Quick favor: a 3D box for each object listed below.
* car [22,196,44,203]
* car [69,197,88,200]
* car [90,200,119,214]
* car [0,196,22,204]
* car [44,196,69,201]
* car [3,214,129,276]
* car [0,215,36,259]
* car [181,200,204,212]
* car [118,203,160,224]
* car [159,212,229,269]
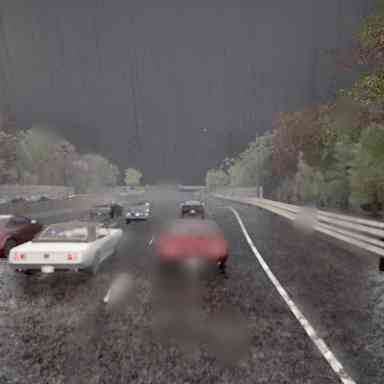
[{"bbox_3d":[-24.573,1.357,53.167,1.882,1.535,5.008,0,0,0],"label":"car"},{"bbox_3d":[-17.580,1.443,53.588,1.994,1.385,4.181,0,0,0],"label":"car"},{"bbox_3d":[-6.942,1.419,27.467,2.128,1.511,4.902,0,0,0],"label":"car"},{"bbox_3d":[-28.075,1.373,51.837,2.128,1.511,4.902,0,0,0],"label":"car"},{"bbox_3d":[-21.071,1.427,53.044,2.033,1.411,5.357,0,0,1],"label":"car"},{"bbox_3d":[-3.448,1.571,10.217,1.895,1.301,4.718,0,0,0],"label":"car"},{"bbox_3d":[-6.935,1.528,12.413,1.994,1.385,4.181,0,0,0],"label":"car"},{"bbox_3d":[0.064,1.401,29.022,1.882,1.535,5.008,0,0,0],"label":"car"},{"bbox_3d":[-3.466,1.483,23.761,2.033,1.411,5.357,0,0,0],"label":"car"},{"bbox_3d":[0.057,1.569,11.028,1.895,1.301,4.718,0,0,0],"label":"car"}]
